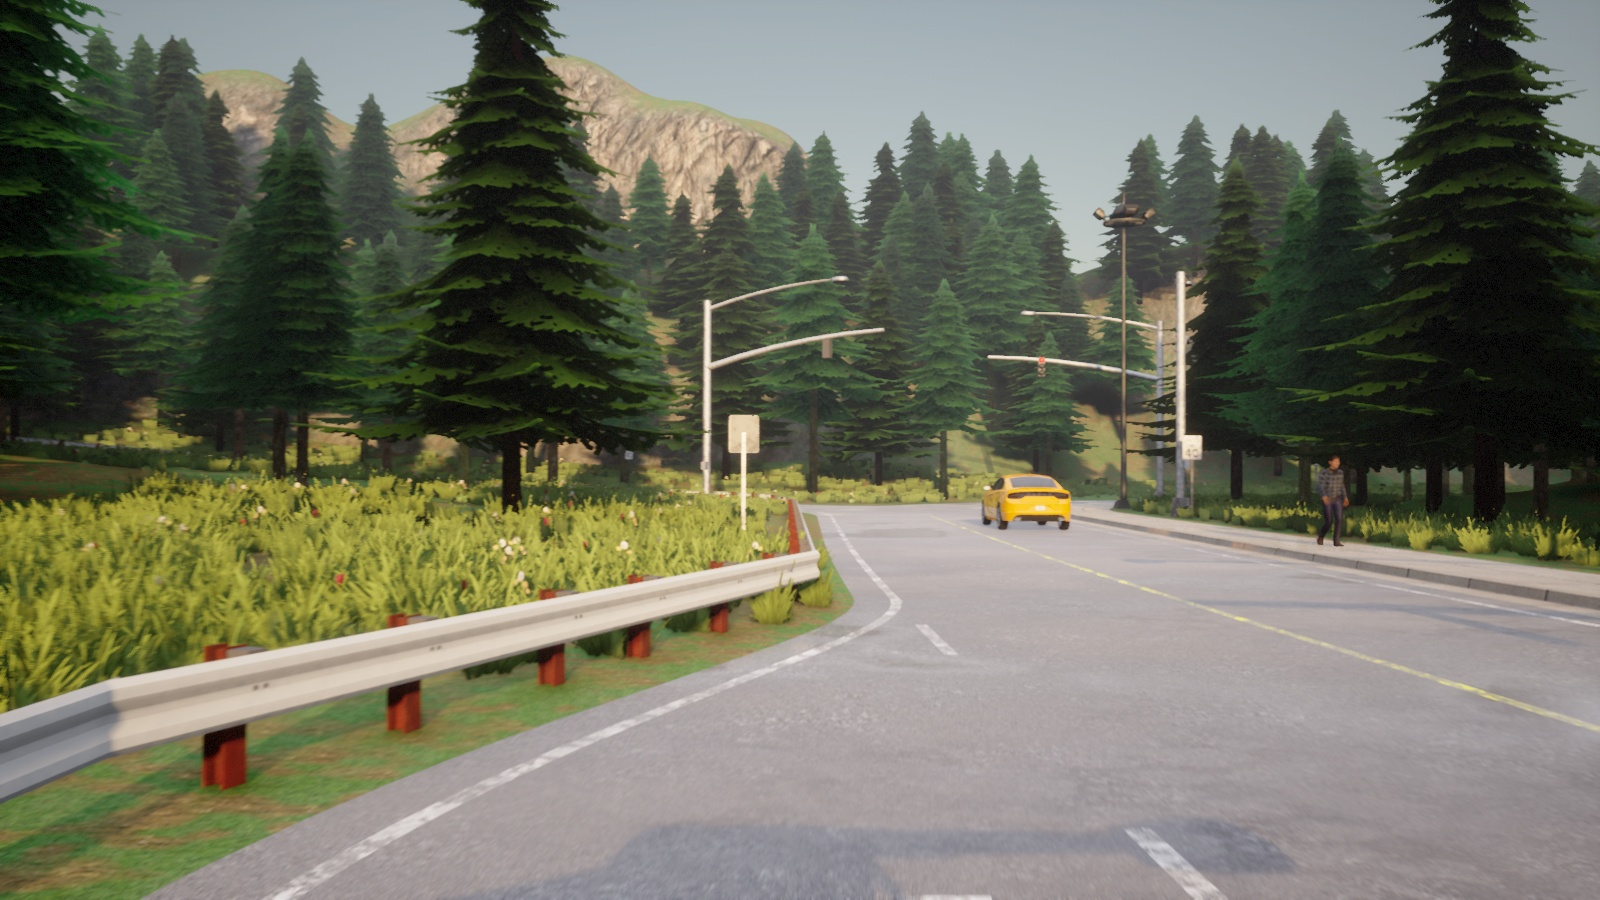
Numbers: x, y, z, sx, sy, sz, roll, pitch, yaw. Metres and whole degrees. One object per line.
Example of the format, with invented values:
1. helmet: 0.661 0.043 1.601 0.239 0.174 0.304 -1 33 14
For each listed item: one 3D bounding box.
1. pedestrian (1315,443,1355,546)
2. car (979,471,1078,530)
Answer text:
1. pedestrian: 10.294 0.843 24.187 0.423 1.949 0.788 0 -1 0
2. car: 6.361 1.363 35.472 1.882 1.535 5.008 0 -1 0
